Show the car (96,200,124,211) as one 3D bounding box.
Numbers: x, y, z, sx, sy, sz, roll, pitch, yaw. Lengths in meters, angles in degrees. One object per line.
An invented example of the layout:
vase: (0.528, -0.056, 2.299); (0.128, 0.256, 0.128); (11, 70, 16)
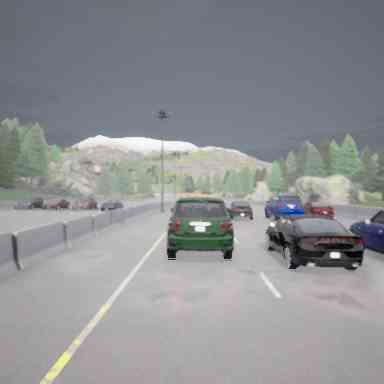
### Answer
car: (-9.889, 1.642, 41.448); (2.033, 1.411, 5.357); (0, -1, 1)

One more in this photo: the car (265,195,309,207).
car: (7.555, 1.292, 27.737); (2.150, 2.045, 5.566); (0, -1, 1)

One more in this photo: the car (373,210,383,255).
car: (7.264, 1.369, 11.563); (2.097, 1.767, 4.553); (0, 0, 1)

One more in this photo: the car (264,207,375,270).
car: (3.754, 1.474, 11.059); (1.882, 1.535, 5.008); (0, 0, 1)

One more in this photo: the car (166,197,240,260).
car: (0.300, 1.196, 12.533); (2.150, 2.045, 5.566); (0, 0, 1)

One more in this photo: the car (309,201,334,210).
car: (11.099, 1.588, 30.121); (1.882, 1.535, 5.008); (0, 0, 1)

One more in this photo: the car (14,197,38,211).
car: (-20.374, 1.387, 41.871); (2.097, 1.767, 4.553); (0, -1, 1)

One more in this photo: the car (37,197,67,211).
car: (-16.882, 1.532, 41.603); (1.882, 1.535, 5.008); (0, -1, 1)

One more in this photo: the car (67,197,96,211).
car: (-13.378, 1.427, 41.723); (2.097, 1.767, 4.553); (0, -1, 1)

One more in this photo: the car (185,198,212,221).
car: (0.565, 1.388, 28.519); (2.097, 1.767, 4.553); (0, 0, 1)

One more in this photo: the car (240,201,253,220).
car: (4.072, 1.563, 28.837); (1.837, 1.490, 4.892); (0, 0, 1)
